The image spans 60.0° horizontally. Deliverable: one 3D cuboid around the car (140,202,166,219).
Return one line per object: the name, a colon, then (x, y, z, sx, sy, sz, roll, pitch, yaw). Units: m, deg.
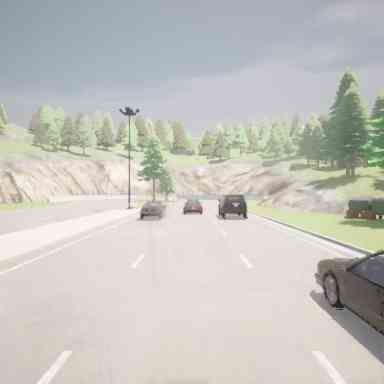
car: (-3.392, 1.547, 29.277, 2.033, 1.411, 5.357, 0, 0, 0)

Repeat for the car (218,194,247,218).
car: (3.609, 1.223, 30.067, 2.150, 2.045, 5.566, 0, 0, 0)

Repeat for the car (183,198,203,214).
car: (0.107, 1.564, 34.982, 1.994, 1.385, 4.181, 0, 0, 0)

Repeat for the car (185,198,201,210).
car: (0.158, 1.547, 44.232, 2.033, 1.411, 5.357, 0, 0, 1)

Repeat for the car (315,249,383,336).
car: (3.601, 1.547, 4.842, 2.033, 1.411, 5.357, 0, 0, 0)
